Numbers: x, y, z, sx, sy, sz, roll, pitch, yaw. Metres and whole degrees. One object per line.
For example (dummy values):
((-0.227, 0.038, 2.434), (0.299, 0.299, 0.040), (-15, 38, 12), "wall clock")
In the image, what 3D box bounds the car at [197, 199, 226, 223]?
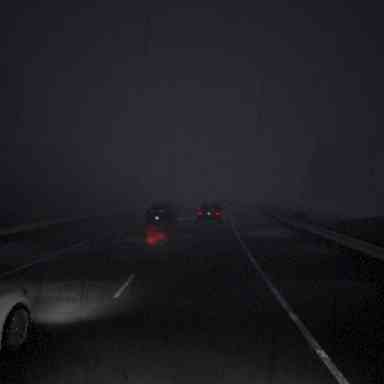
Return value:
((1.414, 1.541, 25.515), (2.033, 1.411, 5.357), (0, 0, 5), "car")

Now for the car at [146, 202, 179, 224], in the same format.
((-2.137, 1.495, 24.903), (1.837, 1.490, 4.892), (0, 0, 5), "car")

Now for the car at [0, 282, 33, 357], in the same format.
((-3.322, 1.522, 3.073), (1.812, 1.442, 4.674), (0, 0, 1), "car")

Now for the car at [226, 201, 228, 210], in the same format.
((3.614, 1.592, 42.578), (1.895, 1.301, 4.718), (0, 0, 9), "car")
